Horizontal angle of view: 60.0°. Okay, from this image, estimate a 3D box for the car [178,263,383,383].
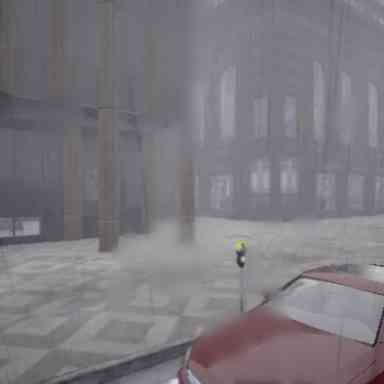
[{"bbox_3d":[1.836,1.570,3.829,4.206,1.307,1.802,0,0,-35],"label":"car"}]
